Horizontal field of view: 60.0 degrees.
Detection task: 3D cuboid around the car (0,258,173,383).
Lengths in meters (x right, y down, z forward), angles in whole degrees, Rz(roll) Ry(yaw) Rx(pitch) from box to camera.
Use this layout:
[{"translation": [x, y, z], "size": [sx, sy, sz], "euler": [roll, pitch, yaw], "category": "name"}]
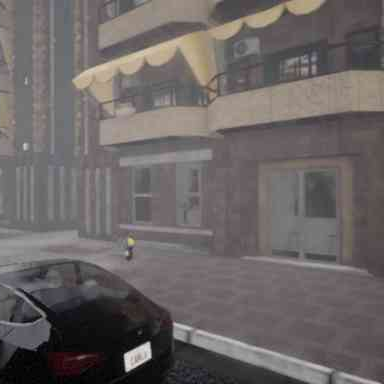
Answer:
[{"translation": [-2.192, 1.551, 4.293], "size": [4.313, 1.339, 1.947], "euler": [0, -1, 35], "category": "car"}]
